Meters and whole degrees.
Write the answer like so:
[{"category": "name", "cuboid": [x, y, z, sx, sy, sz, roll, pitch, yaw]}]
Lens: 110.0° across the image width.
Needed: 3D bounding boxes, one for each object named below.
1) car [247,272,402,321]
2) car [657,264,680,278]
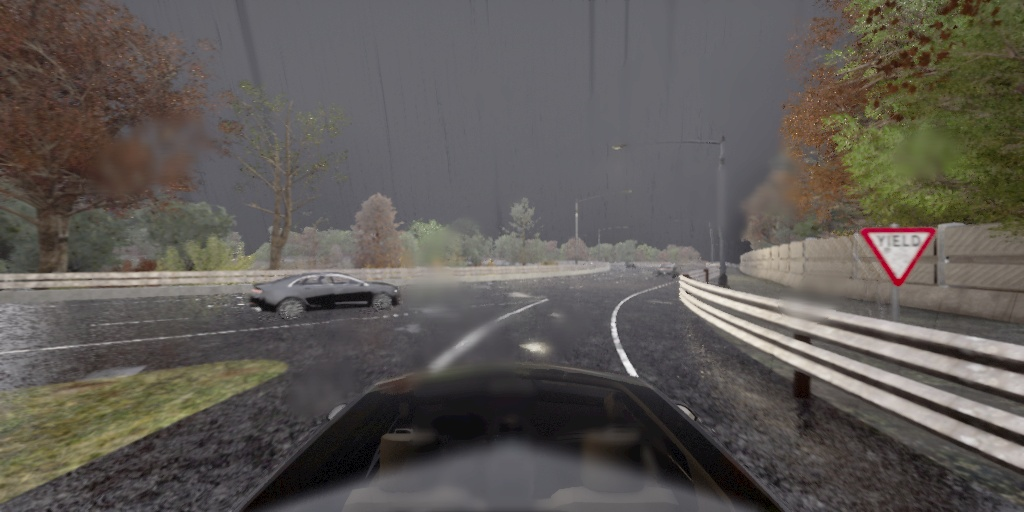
[{"category": "car", "cuboid": [-6.465, 1.317, 12.876, 4.902, 1.511, 2.128, 1, 0, -40]}, {"category": "car", "cuboid": [17.552, 1.638, 40.124, 2.128, 1.511, 4.902, 0, -1, 32]}]
